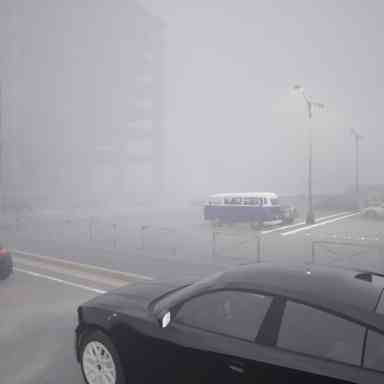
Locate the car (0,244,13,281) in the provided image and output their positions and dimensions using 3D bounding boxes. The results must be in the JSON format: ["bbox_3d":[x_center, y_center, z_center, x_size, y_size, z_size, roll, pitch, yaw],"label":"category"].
[{"bbox_3d":[-6.485,1.564,8.610,4.181,1.385,1.994,0,0,36],"label":"car"}]

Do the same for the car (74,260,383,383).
[{"bbox_3d":[0.836,1.478,3.399,5.008,1.535,1.882,0,0,36],"label":"car"}]

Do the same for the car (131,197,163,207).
[{"bbox_3d":[-6.766,1.492,50.438,2.033,1.411,5.357,0,0,36],"label":"car"}]

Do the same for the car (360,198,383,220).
[{"bbox_3d":[14.701,1.395,24.750,3.806,1.475,1.970,0,0,36],"label":"car"}]

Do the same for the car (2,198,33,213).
[{"bbox_3d":[-18.776,1.422,33.579,1.882,1.535,5.008,0,0,36],"label":"car"}]

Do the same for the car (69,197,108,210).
[{"bbox_3d":[-12.932,1.422,41.782,1.882,1.535,5.008,0,0,35],"label":"car"}]

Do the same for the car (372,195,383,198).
[{"bbox_3d":[17.926,1.153,29.302,4.605,1.855,1.932,0,0,36],"label":"car"}]

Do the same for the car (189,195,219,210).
[{"bbox_3d":[1.566,1.545,49.755,1.895,1.301,4.718,0,0,35],"label":"car"}]
